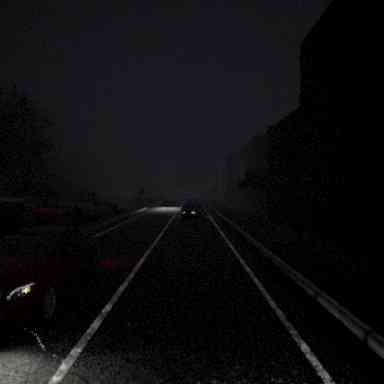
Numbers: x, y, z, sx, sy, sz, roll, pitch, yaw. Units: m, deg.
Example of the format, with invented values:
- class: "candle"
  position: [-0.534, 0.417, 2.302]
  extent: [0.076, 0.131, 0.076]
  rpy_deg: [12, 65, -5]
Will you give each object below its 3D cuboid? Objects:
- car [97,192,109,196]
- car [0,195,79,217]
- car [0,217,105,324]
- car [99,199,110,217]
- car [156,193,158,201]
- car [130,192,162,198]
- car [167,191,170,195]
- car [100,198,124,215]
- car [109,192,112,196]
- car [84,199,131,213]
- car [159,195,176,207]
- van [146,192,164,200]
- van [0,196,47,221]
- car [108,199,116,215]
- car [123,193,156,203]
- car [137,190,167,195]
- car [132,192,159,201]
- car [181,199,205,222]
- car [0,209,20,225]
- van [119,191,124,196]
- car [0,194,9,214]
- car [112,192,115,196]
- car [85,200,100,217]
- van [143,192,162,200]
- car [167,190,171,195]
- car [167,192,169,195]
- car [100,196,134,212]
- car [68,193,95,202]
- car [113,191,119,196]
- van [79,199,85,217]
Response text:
- class: "car"
  position: [-21.930, 1.249, 74.510]
  extent: [4.892, 1.521, 2.231]
  rpy_deg: [0, 0, 0]
- class: "car"
  position: [-9.338, 1.261, 17.674]
  extent: [5.566, 2.045, 2.435]
  rpy_deg: [0, 0, 0]
- class: "car"
  position: [-3.355, 1.523, 7.278]
  extent: [1.812, 1.442, 4.674]
  rpy_deg: [0, 0, 0]
- class: "car"
  position: [-9.312, 1.536, 26.023]
  extent: [4.792, 1.488, 2.163]
  rpy_deg: [0, 0, 0]
- class: "car"
  position: [-9.413, 1.319, 63.176]
  extent: [4.674, 1.452, 2.002]
  rpy_deg: [0, 0, 0]
- class: "car"
  position: [-9.563, 1.262, 68.828]
  extent: [5.366, 1.575, 1.946]
  rpy_deg: [0, 0, 0]
- class: "car"
  position: [-9.245, 1.173, 91.454]
  extent: [4.674, 1.452, 2.002]
  rpy_deg: [0, 1, 0]
- class: "car"
  position: [-9.353, 1.532, 31.590]
  extent: [4.792, 1.488, 2.163]
  rpy_deg: [0, 0, 0]
- class: "car"
  position: [-21.877, 1.271, 77.208]
  extent: [4.792, 1.488, 2.163]
  rpy_deg: [0, 0, 0]
- class: "car"
  position: [-9.323, 1.539, 37.015]
  extent: [4.674, 1.452, 2.002]
  rpy_deg: [-1, 0, 1]
- class: "car"
  position: [-3.351, 1.538, 49.454]
  extent: [1.895, 1.301, 4.718]
  rpy_deg: [0, 0, 0]
- class: "van"
  position: [-9.398, 0.992, 85.660]
  extent: [4.442, 1.987, 1.878]
  rpy_deg: [0, 0, 0]
- class: "van"
  position: [-9.259, 1.289, 14.890]
  extent: [4.442, 1.987, 1.878]
  rpy_deg: [0, 0, 0]
- class: "car"
  position: [-9.335, 1.545, 28.807]
  extent: [4.674, 1.452, 2.002]
  rpy_deg: [0, 0, 0]
- class: "car"
  position: [-9.456, 1.316, 60.349]
  extent: [4.792, 1.488, 2.163]
  rpy_deg: [0, 0, 0]
- class: "car"
  position: [-9.301, 0.991, 77.304]
  extent: [5.566, 2.045, 2.435]
  rpy_deg: [0, 0, 0]
- class: "car"
  position: [-9.397, 1.312, 66.001]
  extent: [4.674, 1.452, 2.002]
  rpy_deg: [0, 0, 0]
- class: "car"
  position: [0.087, 1.524, 26.294]
  extent: [2.033, 1.411, 5.357]
  rpy_deg: [0, 0, 0]
- class: "car"
  position: [-9.377, 1.517, 12.107]
  extent: [4.892, 1.521, 2.231]
  rpy_deg: [0, 0, 0]
- class: "van"
  position: [-21.702, 0.906, 91.465]
  extent: [4.442, 1.987, 1.878]
  rpy_deg: [0, 1, 0]
- class: "car"
  position: [-22.424, 1.248, 34.416]
  extent: [5.566, 2.045, 2.435]
  rpy_deg: [0, 0, 0]
- class: "car"
  position: [-21.861, 1.263, 80.032]
  extent: [4.792, 1.488, 2.163]
  rpy_deg: [0, 0, 0]
- class: "car"
  position: [-9.343, 1.510, 23.240]
  extent: [4.892, 1.521, 2.231]
  rpy_deg: [0, 0, 0]
- class: "van"
  position: [-9.430, 1.010, 80.130]
  extent: [4.442, 1.987, 1.878]
  rpy_deg: [0, 0, 0]
- class: "car"
  position: [-9.227, 1.075, 94.278]
  extent: [5.008, 1.535, 2.097]
  rpy_deg: [0, 1, 0]
- class: "car"
  position: [-9.267, 1.225, 88.620]
  extent: [4.674, 1.452, 2.002]
  rpy_deg: [0, 1, 0]
- class: "car"
  position: [-9.130, 1.498, 34.372]
  extent: [5.366, 1.575, 1.946]
  rpy_deg: [0, 0, 0]
- class: "car"
  position: [-21.942, 1.145, 66.038]
  extent: [4.553, 1.767, 2.185]
  rpy_deg: [0, 0, 0]
- class: "car"
  position: [-21.845, 0.975, 82.855]
  extent: [5.566, 2.045, 2.435]
  rpy_deg: [0, 0, 0]
- class: "van"
  position: [-9.242, 1.285, 20.332]
  extent: [4.442, 1.987, 1.878]
  rpy_deg: [0, 0, 0]
